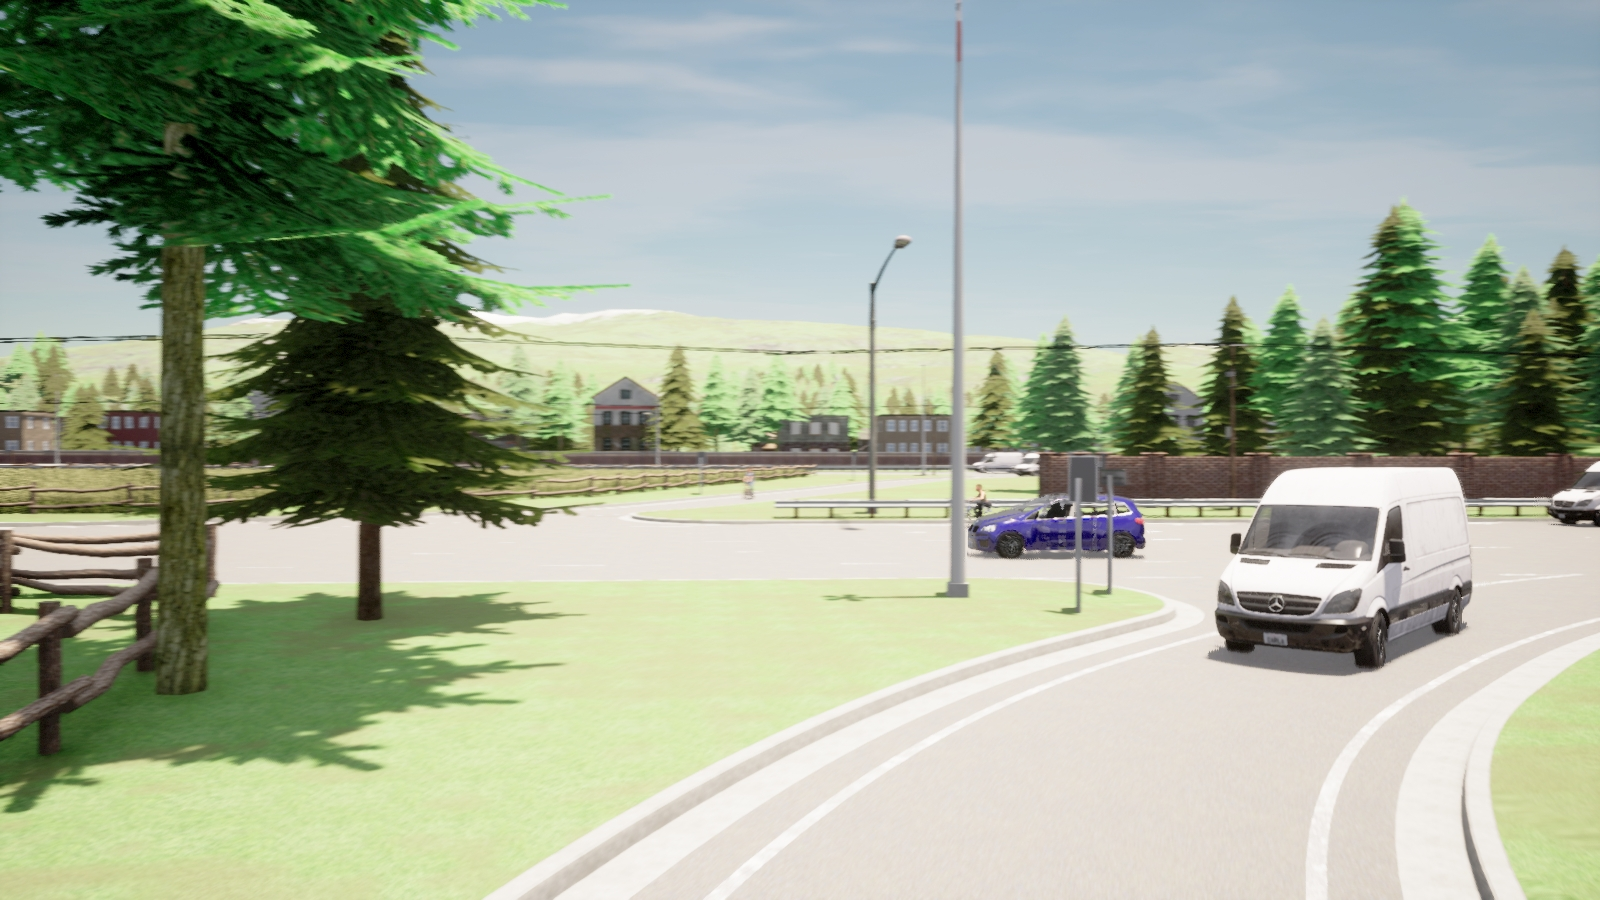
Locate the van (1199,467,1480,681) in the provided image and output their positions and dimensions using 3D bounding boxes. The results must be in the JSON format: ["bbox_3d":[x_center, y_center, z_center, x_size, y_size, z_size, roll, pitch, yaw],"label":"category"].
[{"bbox_3d":[8.104,1.553,16.781,1.988,2.561,5.915,-1,-1,43],"label":"van"}]

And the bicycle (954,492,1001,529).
[{"bbox_3d":[6.340,2.173,40.924,1.487,1.276,0.859,0,0,-5],"label":"bicycle"}]

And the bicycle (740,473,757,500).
[{"bbox_3d":[-2.885,2.052,64.359,0.373,1.496,1.643,0,0,20],"label":"bicycle"}]

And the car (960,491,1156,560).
[{"bbox_3d":[6.786,1.985,30.423,4.611,1.667,2.242,0,0,-5],"label":"car"}]

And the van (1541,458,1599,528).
[{"bbox_3d":[31.509,1.604,43.144,5.915,2.561,1.988,0,0,-5],"label":"van"}]
